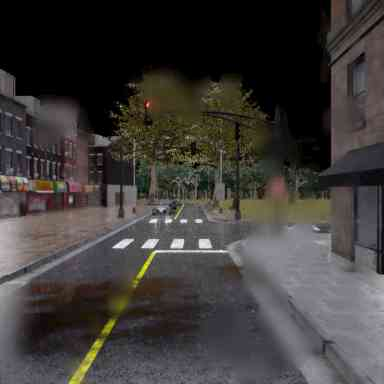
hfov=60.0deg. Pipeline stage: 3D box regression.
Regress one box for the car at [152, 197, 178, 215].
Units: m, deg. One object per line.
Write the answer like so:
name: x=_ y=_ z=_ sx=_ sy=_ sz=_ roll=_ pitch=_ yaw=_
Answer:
car: x=-2.919 y=1.529 z=34.090 sx=2.128 sy=1.511 sz=4.902 roll=0 pitch=0 yaw=0

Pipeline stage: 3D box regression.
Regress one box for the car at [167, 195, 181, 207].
car: x=-2.985 y=1.449 z=55.572 sx=2.097 sy=1.767 sz=4.553 roll=0 pitch=0 yaw=0

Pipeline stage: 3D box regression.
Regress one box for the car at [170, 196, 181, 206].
car: x=-2.945 y=1.615 z=44.568 sx=2.033 sy=1.411 sz=5.357 roll=0 pitch=0 yaw=0
